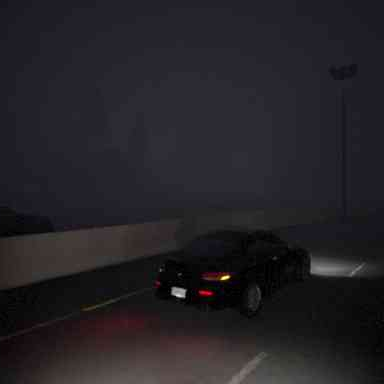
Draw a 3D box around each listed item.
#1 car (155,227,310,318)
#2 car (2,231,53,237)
[{"bbox_3d":[1.146,1.530,7.491,1.812,1.442,4.674,-1,0,37],"label":"car"},{"bbox_3d":[-7.974,1.555,13.116,2.128,1.511,4.902,0,0,37],"label":"car"}]
